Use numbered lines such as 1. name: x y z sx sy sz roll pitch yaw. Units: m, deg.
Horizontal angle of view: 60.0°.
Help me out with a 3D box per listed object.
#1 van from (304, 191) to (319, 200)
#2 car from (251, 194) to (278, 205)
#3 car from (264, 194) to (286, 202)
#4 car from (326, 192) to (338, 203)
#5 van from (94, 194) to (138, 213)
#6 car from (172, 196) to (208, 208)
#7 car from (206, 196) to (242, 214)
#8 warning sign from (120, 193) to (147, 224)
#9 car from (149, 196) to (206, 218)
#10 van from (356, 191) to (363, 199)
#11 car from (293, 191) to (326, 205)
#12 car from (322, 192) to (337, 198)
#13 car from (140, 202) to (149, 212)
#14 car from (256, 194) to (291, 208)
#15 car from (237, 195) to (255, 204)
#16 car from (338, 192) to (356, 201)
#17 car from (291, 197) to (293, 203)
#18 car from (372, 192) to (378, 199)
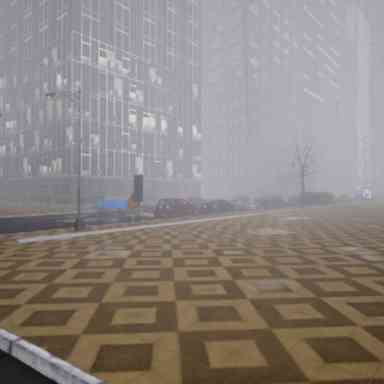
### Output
1. van: 25.746 0.680 71.560 1.690 1.788 3.998 1 1 41
2. car: 11.057 1.035 50.328 1.882 1.535 5.008 0 0 41
3. car: 14.635 1.041 58.608 1.947 1.339 4.313 1 1 41
4. car: 20.984 0.830 53.134 2.192 1.841 5.009 1 1 41
5. van: -7.676 1.089 32.776 1.690 1.788 3.998 1 1 41
6. car: -0.186 1.202 41.342 1.887 1.381 4.507 1 1 41
7. car: 2.517 1.309 31.505 1.947 1.339 4.313 1 1 41
8. warning sign: -3.655 0.967 20.776 1.300 1.860 1.060 0 0 41
9. car: -1.143 1.229 27.149 1.967 1.590 4.097 1 1 41
10. van: 35.799 0.674 70.407 1.690 1.788 3.998 1 1 41
11. car: 17.281 0.875 48.816 2.192 1.841 5.009 1 1 41
12. car: 33.152 0.815 80.200 1.947 1.339 4.313 1 1 41
13. car: -3.046 1.276 34.023 2.033 1.411 5.357 0 1 41
14. car: 9.873 1.233 40.184 1.802 1.307 4.206 1 1 41
15. car: 7.227 1.132 49.972 1.947 1.339 4.313 1 1 41
16. car: 28.501 0.948 61.902 1.752 1.417 4.829 1 1 41
17. car: 17.086 1.089 52.736 1.994 1.385 4.181 0 1 41
18. car: 39.500 0.839 74.729 2.008 1.369 4.403 1 1 41
